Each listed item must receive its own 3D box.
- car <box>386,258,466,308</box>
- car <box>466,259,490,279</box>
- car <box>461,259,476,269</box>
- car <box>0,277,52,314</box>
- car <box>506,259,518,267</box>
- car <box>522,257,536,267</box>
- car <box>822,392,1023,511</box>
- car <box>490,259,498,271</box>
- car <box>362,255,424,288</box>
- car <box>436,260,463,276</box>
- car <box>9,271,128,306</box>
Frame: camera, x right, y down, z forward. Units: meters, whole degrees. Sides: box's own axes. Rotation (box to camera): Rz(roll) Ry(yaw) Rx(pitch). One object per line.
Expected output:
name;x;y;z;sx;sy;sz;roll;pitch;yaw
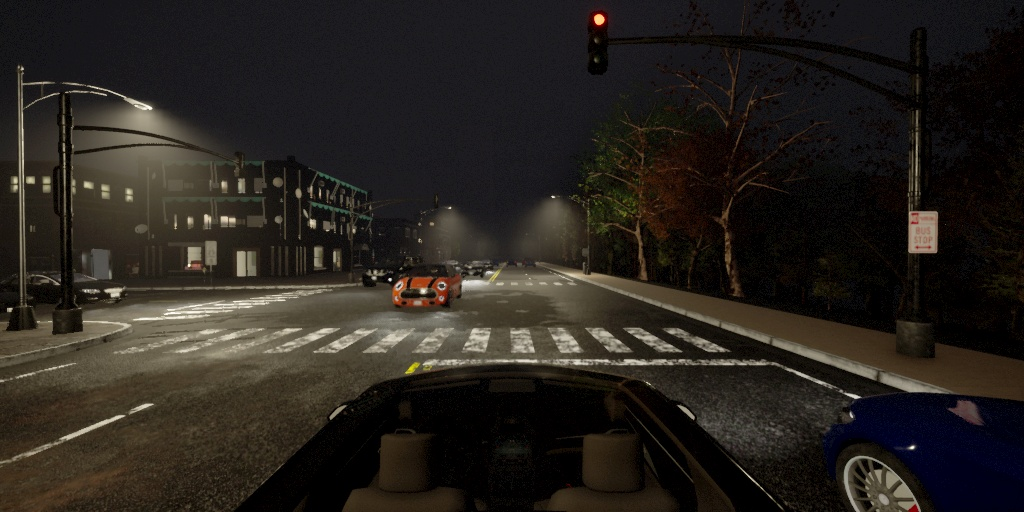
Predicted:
car;-3.381;1.099;15.095;2.097;1.767;4.553;0;0;0
car;-3.423;1.232;32.797;2.128;1.511;4.902;0;0;0
car;-6.712;1.234;55.810;1.837;1.490;4.892;0;0;0
car;-19.973;1.565;12.833;4.313;1.339;1.948;0;0;0
car;-0.052;1.251;64.955;1.812;1.442;4.674;0;0;0
car;3.211;1.274;63.678;2.033;1.411;5.357;0;0;0
car;3.358;1.276;0.873;1.812;1.442;4.674;0;0;1
car;-3.452;1.225;48.580;2.128;1.511;4.902;0;0;0
car;-7.570;0.968;23.966;2.150;2.045;5.566;1;0;13
car;-6.687;1.230;38.809;2.128;1.511;4.902;0;0;0
car;-19.654;1.459;15.540;4.902;1.511;2.128;-1;1;0
